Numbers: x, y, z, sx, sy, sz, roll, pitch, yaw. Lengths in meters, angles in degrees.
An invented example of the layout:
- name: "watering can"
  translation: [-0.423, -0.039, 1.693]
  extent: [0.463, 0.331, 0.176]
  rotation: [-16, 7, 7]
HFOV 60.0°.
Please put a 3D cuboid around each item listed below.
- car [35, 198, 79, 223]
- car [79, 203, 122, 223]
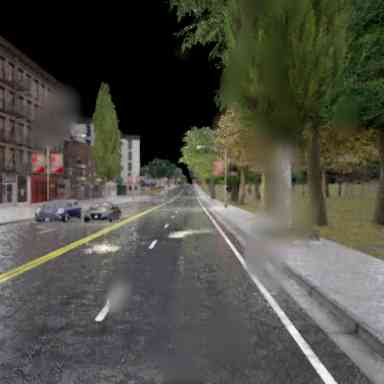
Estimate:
- name: "car"
  translation: [-9.803, 1.279, 24.828]
  extent: [2.097, 1.767, 4.553]
  rotation: [0, 0, 1]
- name: "car"
  translation: [-6.551, 1.493, 24.786]
  extent: [1.994, 1.385, 4.181]
  rotation: [0, 0, 1]
